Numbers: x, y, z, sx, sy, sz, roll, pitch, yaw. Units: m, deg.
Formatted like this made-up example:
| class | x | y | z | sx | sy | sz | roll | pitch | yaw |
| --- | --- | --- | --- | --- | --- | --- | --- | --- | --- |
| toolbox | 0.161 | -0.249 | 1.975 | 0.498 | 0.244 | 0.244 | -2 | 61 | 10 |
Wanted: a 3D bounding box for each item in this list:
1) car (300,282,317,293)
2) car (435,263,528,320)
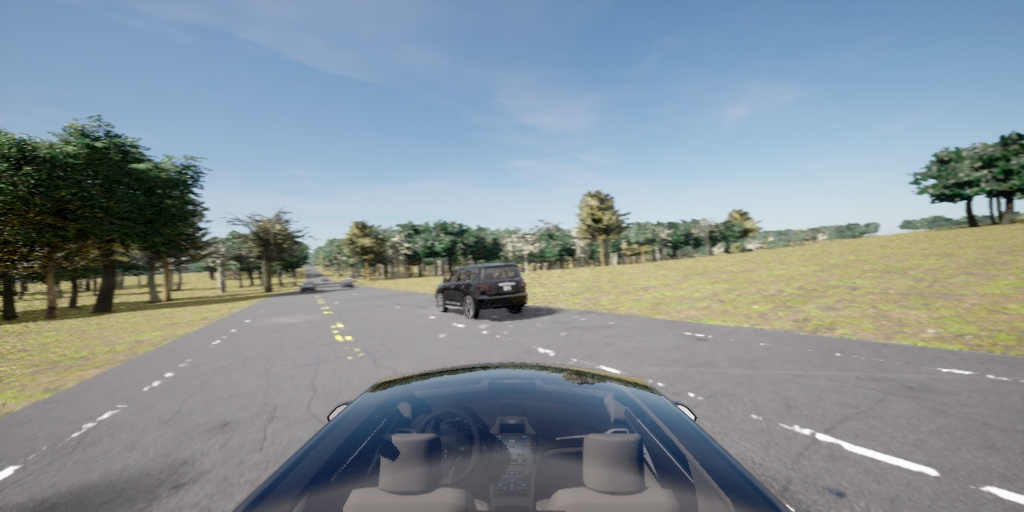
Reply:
| class | x | y | z | sx | sy | sz | roll | pitch | yaw |
| --- | --- | --- | --- | --- | --- | --- | --- | --- | --- |
| car | -31.022 | 4.736 | 54.674 | 1.837 | 1.490 | 4.892 | -3 | -2 | -23 |
| car | -1.468 | 1.401 | 15.075 | 2.150 | 2.045 | 5.566 | -2 | -2 | -30 |
